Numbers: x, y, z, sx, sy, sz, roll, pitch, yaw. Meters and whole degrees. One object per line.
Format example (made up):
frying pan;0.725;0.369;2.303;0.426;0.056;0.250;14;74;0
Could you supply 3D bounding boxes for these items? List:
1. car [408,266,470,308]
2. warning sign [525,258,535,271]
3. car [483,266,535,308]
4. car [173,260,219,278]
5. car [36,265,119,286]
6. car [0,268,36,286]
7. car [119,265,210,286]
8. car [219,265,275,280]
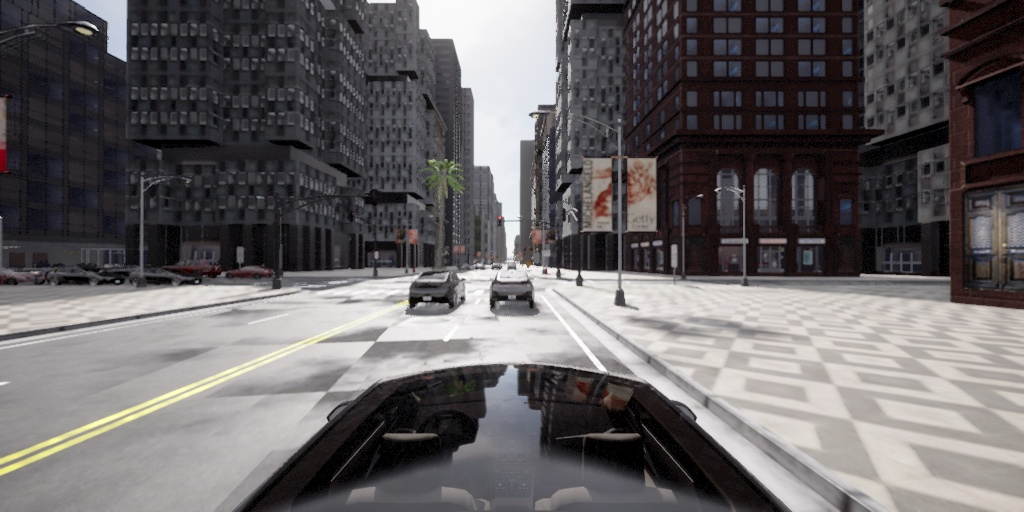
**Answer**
car;-3.247;1.399;16.150;1.837;1.490;4.892;0;0;0
warning sign;2.848;1.543;60.480;1.300;1.860;1.060;0;0;0
car;0.003;1.384;16.145;2.128;1.511;4.902;0;0;0
car;-30.707;1.273;34.307;5.009;1.841;2.192;0;0;-1
car;-30.578;1.482;25.783;4.313;1.339;1.948;0;0;-1
car;-36.216;1.480;25.696;4.207;1.307;1.802;0;0;-1
car;-24.938;1.503;25.870;4.313;1.339;1.948;0;0;-1
car;-25.068;1.562;34.395;4.207;1.307;1.802;0;0;-1
